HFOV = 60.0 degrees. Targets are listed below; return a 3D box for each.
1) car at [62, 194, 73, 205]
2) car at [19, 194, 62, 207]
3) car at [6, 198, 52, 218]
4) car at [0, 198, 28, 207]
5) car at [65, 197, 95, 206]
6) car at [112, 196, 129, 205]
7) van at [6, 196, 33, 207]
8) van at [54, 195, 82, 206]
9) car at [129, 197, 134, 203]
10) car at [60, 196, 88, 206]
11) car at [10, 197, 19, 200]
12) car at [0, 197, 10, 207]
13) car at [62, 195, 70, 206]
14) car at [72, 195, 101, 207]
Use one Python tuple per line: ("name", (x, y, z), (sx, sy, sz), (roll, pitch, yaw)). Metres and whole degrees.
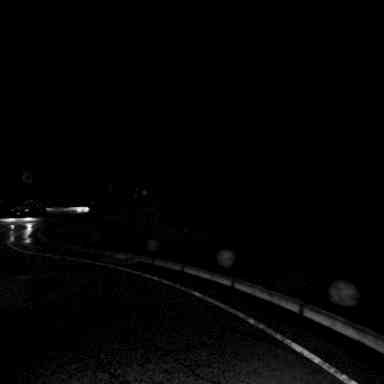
("car", (-22.625, 1.400, 55.277), (5.566, 2.045, 2.435), (-1, -1, -2))
("car", (-22.445, 1.457, 49.324), (4.553, 1.767, 2.185), (-1, -1, -2))
("car", (-15.962, 1.656, 32.895), (1.812, 1.442, 4.674), (-1, 1, -1))
("car", (-35.298, 2.097, 64.947), (5.366, 1.575, 1.946), (-1, -1, -1))
("car", (-22.721, 1.883, 67.418), (5.366, 1.575, 1.946), (-1, -1, -1))
("car", (-13.198, 1.564, 60.020), (1.837, 1.490, 4.892), (-1, -1, -1))
("van", (-35.072, 1.936, 67.753), (4.442, 1.987, 1.878), (-1, -1, -1))
("van", (-22.876, 1.534, 61.463), (4.442, 1.987, 1.878), (-1, -1, -1))
("car", (-13.408, 1.790, 70.474), (1.895, 1.301, 4.718), (-1, -2, -1))
("car", (-22.866, 1.694, 64.499), (4.553, 1.767, 2.185), (-1, -1, -1))
("car", (-35.231, 2.039, 62.288), (5.366, 1.575, 1.946), (-1, -1, -1))
("car", (-34.878, 1.682, 56.583), (5.566, 2.045, 2.435), (-1, -1, -2))
("car", (-22.507, 1.617, 52.358), (5.008, 1.535, 2.097), (-1, -1, -2))
("car", (-16.338, 1.534, 51.763), (2.128, 1.511, 4.902), (-1, 0, -1))
